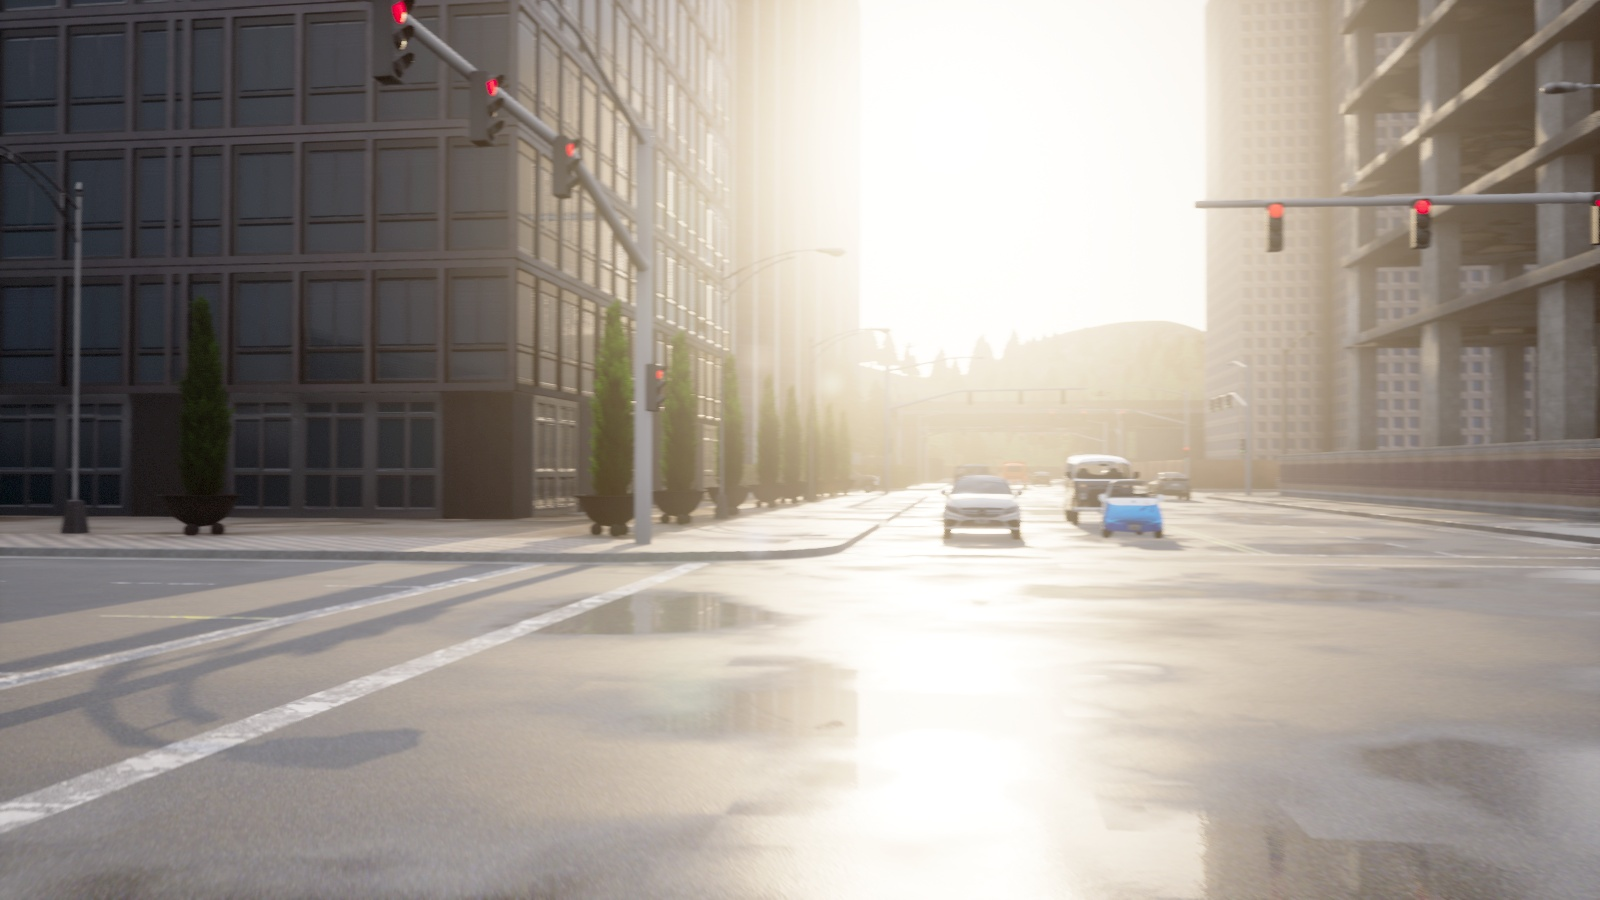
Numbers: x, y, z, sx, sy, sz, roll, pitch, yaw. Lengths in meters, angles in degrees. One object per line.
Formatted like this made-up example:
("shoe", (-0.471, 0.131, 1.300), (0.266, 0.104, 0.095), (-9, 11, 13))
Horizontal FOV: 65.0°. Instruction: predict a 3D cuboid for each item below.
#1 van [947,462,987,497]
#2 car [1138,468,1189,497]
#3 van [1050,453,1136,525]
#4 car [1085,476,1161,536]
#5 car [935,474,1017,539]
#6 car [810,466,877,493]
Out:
("van", (9.859, 1.740, 74.367), (1.775, 1.987, 4.442), (0, -1, 0))
("car", (19.832, 1.782, 68.744), (2.007, 1.525, 4.514), (0, -1, 7))
("van", (8.719, 1.106, 37.761), (2.069, 2.038, 4.480), (0, 0, 7))
("car", (7.737, 1.324, 30.228), (1.481, 1.376, 2.207), (0, -1, 7))
("car", (4.241, 1.319, 30.482), (1.812, 1.442, 4.674), (0, -1, 7))
("car", (3.054, 2.071, 88.081), (4.605, 1.855, 1.932), (0, -1, 6))
